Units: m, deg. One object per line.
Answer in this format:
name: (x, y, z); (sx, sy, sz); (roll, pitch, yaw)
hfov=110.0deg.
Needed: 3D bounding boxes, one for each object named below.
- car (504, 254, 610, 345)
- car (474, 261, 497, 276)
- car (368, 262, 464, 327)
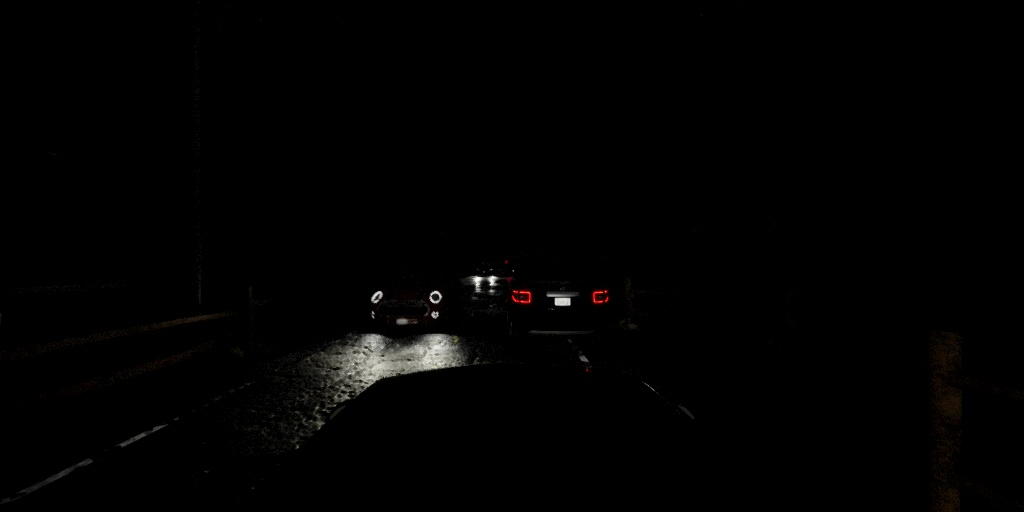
car: (0.978, 0.972, 9.582); (2.150, 2.045, 5.566); (0, 0, 0)
car: (-2.695, 1.280, 36.861); (1.812, 1.442, 4.674); (0, 0, 0)
car: (-2.834, 1.100, 11.495); (2.097, 1.767, 4.553); (0, 0, 0)
